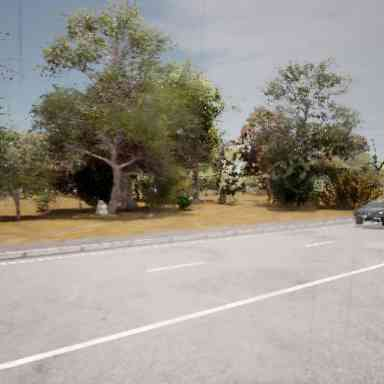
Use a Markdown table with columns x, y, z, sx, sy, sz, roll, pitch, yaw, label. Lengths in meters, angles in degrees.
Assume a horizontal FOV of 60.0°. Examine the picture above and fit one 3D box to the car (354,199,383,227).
| x | y | z | sx | sy | sz | roll | pitch | yaw | label |
| --- | --- | --- | --- | --- | --- | --- | --- | --- | --- |
| 12.236 | 1.237 | 21.174 | 4.892 | 1.490 | 1.837 | 0 | 0 | -35 | car |
